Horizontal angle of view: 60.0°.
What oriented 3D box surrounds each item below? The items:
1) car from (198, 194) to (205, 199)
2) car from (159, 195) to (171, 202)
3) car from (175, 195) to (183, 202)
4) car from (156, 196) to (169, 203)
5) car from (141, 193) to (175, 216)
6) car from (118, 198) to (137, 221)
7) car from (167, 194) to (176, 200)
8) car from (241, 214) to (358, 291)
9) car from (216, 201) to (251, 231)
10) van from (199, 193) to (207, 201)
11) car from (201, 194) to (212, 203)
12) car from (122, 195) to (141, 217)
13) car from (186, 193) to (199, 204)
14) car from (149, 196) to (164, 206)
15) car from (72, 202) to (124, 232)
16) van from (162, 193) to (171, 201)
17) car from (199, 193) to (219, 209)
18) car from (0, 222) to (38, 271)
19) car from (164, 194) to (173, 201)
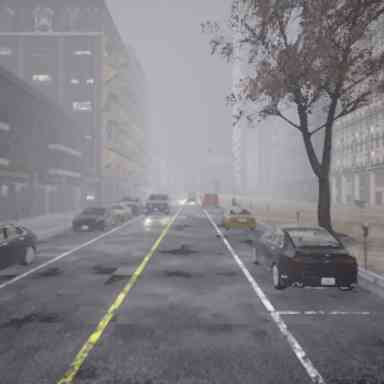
[{"bbox_3d":[2.700,1.359,92.312,1.802,1.307,4.206,1,0,0],"label":"car"},{"bbox_3d":[-5.680,1.377,70.035,2.008,1.369,4.403,1,0,0],"label":"car"},{"bbox_3d":[-3.000,1.297,72.101,1.812,1.442,4.674,0,0,0],"label":"car"},{"bbox_3d":[-5.680,1.405,64.466,1.947,1.339,4.313,1,0,0],"label":"car"},{"bbox_3d":[-3.097,1.140,31.295,2.150,2.045,5.566,0,0,0],"label":"car"},{"bbox_3d":[-5.679,1.459,25.308,1.752,1.417,4.829,1,0,0],"label":"car"},{"bbox_3d":[-5.679,1.327,92.313,2.008,1.369,4.403,1,0,0],"label":"car"},{"bbox_3d":[2.701,1.527,8.768,2.008,1.369,4.403,1,0,0],"label":"car"},{"bbox_3d":[2.701,1.472,20.078,1.752,1.417,4.829,1,0,0],"label":"car"},{"bbox_3d":[2.704,1.143,81.174,1.690,1.788,3.998,1,0,0],"label":"van"},{"bbox_3d":[2.702,1.279,64.465,1.967,1.590,4.097,1,0,0],"label":"car"},{"bbox_3d":[-5.675,1.234,31.048,2.192,1.841,5.009,1,0,0],"label":"car"},{"bbox_3d":[0.000,1.339,60.975,2.128,1.511,4.902,0,0,0],"label":"car"},{"bbox_3d":[-5.680,1.410,53.326,1.887,1.381,4.507,1,0,0],"label":"car"},{"bbox_3d":[-5.680,1.513,19.909,1.947,1.339,4.313,1,0,0],"label":"car"},{"bbox_3d":[-5.676,1.155,75.605,1.690,1.788,3.998,1,0,0],"label":"van"},{"bbox_3d":[2.393,1.116,43.900,2.150,2.045,5.566,0,0,0],"label":"car"},{"bbox_3d":[-5.679,1.527,8.770,2.008,1.369,4.403,1,0,0],"label":"car"},{"bbox_3d":[-5.679,1.327,81.005,1.752,1.417,4.829,1,0,0],"label":"car"}]
